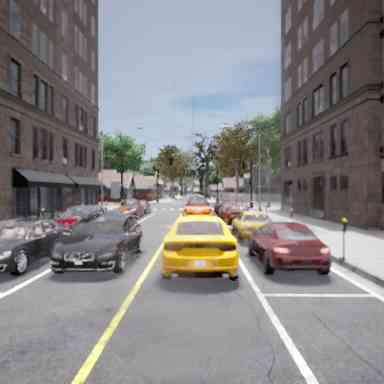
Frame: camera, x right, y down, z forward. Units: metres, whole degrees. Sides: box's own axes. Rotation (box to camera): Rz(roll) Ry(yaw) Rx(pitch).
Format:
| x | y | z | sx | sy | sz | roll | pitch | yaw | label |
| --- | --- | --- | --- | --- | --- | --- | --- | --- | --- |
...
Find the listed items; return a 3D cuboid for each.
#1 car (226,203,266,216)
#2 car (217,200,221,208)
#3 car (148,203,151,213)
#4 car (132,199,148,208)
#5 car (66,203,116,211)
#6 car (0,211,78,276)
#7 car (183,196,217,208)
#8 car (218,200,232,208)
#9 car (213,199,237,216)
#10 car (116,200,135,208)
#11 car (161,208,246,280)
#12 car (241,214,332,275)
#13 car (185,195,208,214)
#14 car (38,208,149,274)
| x | y | z | sx | sy | sz | roll | pitch | yaw | label |
| --- | --- | --- | --- | --- | --- | --- | --- | --- | --- |
| 2.839 | 1.460 | 15.684 | 1.752 | 1.417 | 4.829 | 0 | 0 | 1 | car |
| 2.990 | 1.477 | 26.549 | 1.802 | 1.307 | 4.206 | 0 | 0 | 1 | car |
| -4.958 | 1.457 | 32.177 | 1.802 | 1.307 | 4.206 | 0 | 0 | 1 | car |
| -5.035 | 1.335 | 26.658 | 1.967 | 1.590 | 4.097 | 0 | 0 | 1 | car |
| -5.188 | 1.376 | 15.622 | 1.967 | 1.590 | 4.097 | 0 | 0 | 1 | car |
| -5.264 | 1.507 | 10.104 | 2.008 | 1.369 | 4.403 | 0 | 0 | 1 | car |
| 0.409 | 1.258 | 23.448 | 2.097 | 1.767 | 4.553 | 0 | 0 | 1 | car |
| 2.913 | 1.460 | 21.032 | 1.887 | 1.381 | 4.507 | 0 | 0 | 1 | car |
| 3.067 | 1.441 | 32.067 | 1.947 | 1.339 | 4.313 | 0 | 0 | 1 | car |
| -5.114 | 1.441 | 20.970 | 1.752 | 1.417 | 4.829 | 0 | 0 | 1 | car |
| 0.222 | 1.436 | 9.830 | 1.882 | 1.535 | 5.008 | 0 | 0 | 1 | car |
| 2.760 | 1.539 | 9.996 | 1.802 | 1.307 | 4.206 | 0 | 0 | 1 | car |
| 0.454 | 1.221 | 33.780 | 2.097 | 1.767 | 4.553 | 0 | 0 | 1 | car |
| -2.720 | 1.460 | 10.503 | 1.837 | 1.490 | 4.892 | 0 | 0 | 1 | car |
